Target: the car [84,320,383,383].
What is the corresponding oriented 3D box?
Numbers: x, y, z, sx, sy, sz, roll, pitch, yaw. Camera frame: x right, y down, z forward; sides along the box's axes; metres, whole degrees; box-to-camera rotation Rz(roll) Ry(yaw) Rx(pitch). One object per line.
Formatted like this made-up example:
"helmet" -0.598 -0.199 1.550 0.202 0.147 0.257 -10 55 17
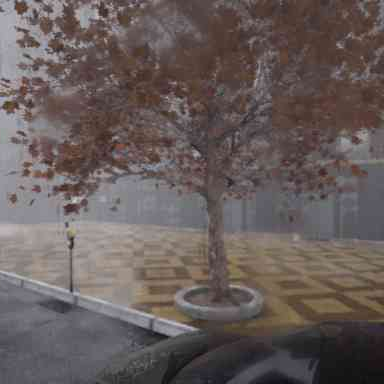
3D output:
"car" 1.043 1.565 1.988 4.313 1.339 1.947 1 0 36
